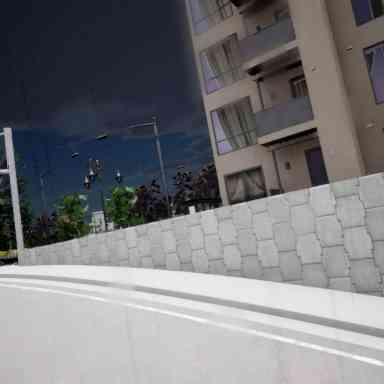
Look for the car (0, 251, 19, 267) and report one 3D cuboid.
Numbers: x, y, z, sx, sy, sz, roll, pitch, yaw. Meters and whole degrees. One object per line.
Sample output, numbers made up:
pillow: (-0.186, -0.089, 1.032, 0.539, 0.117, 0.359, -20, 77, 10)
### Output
car: (-15.698, 5.907, 29.340, 1.895, 1.301, 4.718, -15, -9, 35)
